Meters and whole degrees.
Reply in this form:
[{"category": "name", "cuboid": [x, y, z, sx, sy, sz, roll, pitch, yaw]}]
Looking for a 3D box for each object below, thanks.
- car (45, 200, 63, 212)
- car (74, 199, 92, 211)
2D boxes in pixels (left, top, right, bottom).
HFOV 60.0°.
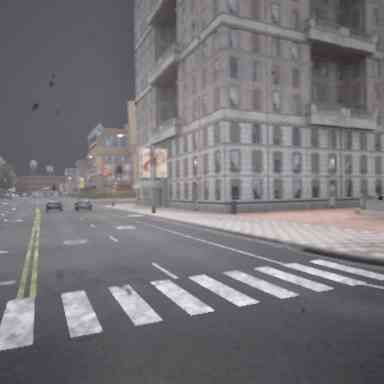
[{"category": "car", "cuboid": [-17.451, 1.725, 42.117, 1.837, 1.490, 4.892, -1, 0, -24]}, {"category": "car", "cuboid": [-14.209, 1.661, 43.443, 2.128, 1.511, 4.902, -1, 0, -24]}]
